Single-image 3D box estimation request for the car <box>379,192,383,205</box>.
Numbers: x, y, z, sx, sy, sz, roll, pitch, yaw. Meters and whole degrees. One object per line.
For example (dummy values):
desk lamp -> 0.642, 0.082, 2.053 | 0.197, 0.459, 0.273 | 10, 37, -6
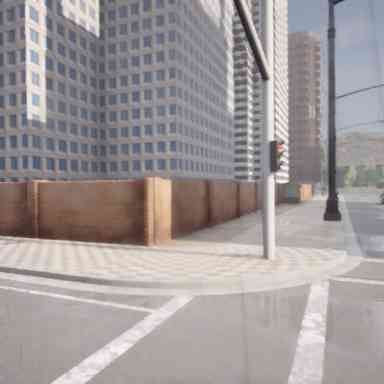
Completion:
car -> 22.914, 0.689, 38.495 | 1.837, 1.490, 4.892 | 0, 1, 24
